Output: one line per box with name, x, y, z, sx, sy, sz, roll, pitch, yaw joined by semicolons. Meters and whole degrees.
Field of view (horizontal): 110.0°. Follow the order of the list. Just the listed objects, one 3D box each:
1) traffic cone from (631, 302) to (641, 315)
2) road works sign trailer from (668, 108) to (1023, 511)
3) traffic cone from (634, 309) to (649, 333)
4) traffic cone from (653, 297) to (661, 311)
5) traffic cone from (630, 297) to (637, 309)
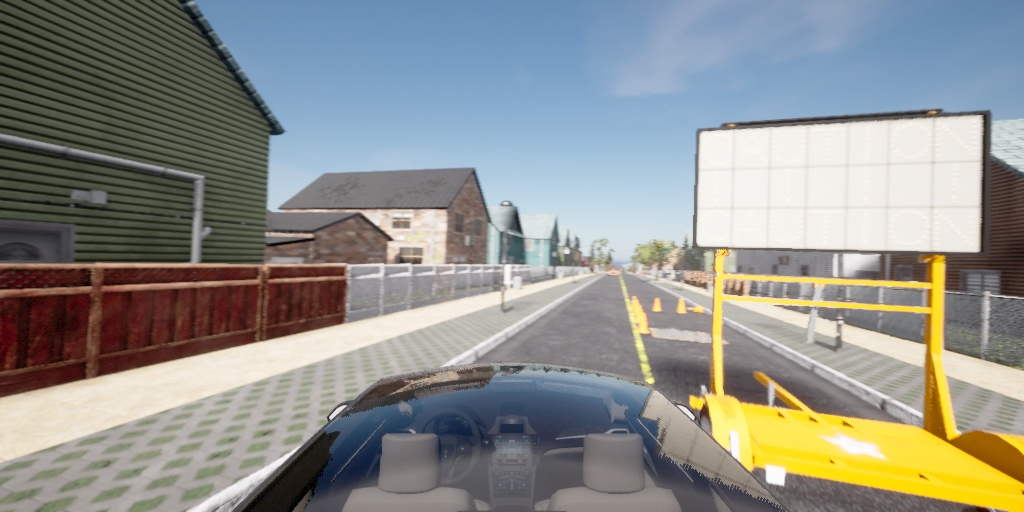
traffic cone;4.494;2.039;12.702;0.340;0.580;0.340;0;0;16
road works sign trailer;3.085;0.364;3.765;2.380;3.560;2.880;0;0;17
traffic cone;3.929;1.988;10.784;0.340;0.580;0.340;0;0;16
traffic cone;6.582;2.176;16.255;0.340;0.580;0.340;0;0;16
traffic cone;5.059;2.090;14.620;0.340;0.580;0.340;0;0;16
